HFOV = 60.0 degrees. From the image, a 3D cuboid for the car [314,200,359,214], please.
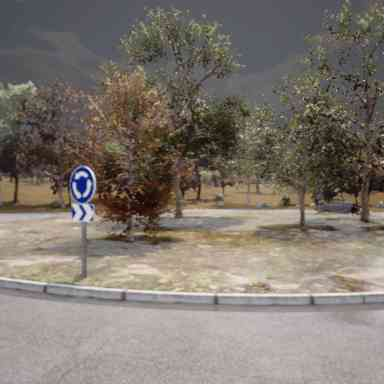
[{"bbox_3d":[14.890,1.529,34.456,1.994,1.385,4.181,0,-1,-41],"label":"car"}]
